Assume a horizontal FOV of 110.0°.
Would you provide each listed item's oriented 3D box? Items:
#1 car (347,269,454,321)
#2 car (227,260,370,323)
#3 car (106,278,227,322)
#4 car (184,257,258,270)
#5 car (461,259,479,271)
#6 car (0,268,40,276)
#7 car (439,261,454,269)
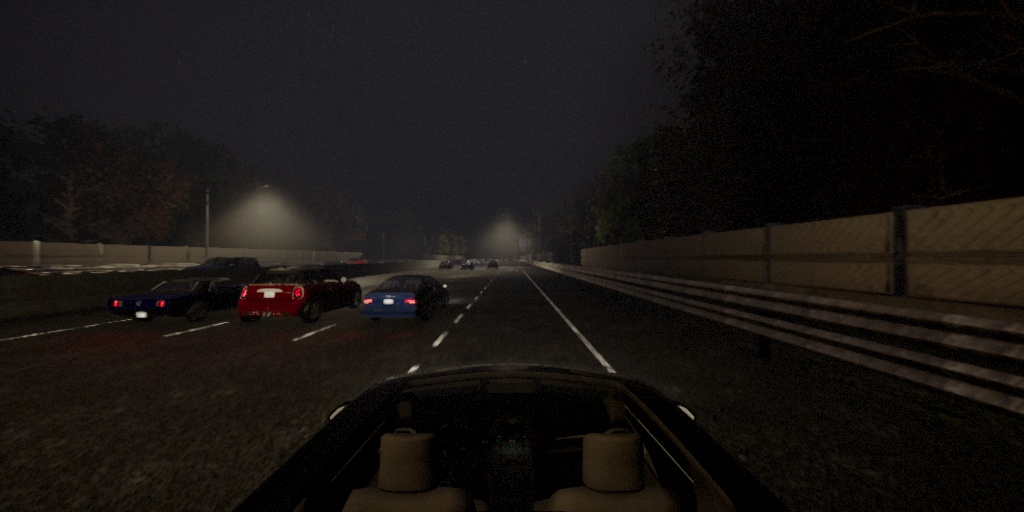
[{"bbox_3d":[-3.499,1.352,12.668,2.033,1.411,5.357,0,0,0],"label":"car"},{"bbox_3d":[-7.004,1.151,12.484,2.097,1.767,4.553,0,0,0],"label":"car"},{"bbox_3d":[-10.501,1.395,12.392,1.895,1.301,4.718,0,0,0],"label":"car"},{"bbox_3d":[-21.033,1.080,26.331,2.150,2.045,5.566,0,-1,0],"label":"car"},{"bbox_3d":[-7.016,1.533,57.681,2.128,1.511,4.902,0,0,0],"label":"car"},{"bbox_3d":[-28.076,1.334,18.840,1.812,1.442,4.674,0,-1,0],"label":"car"},{"bbox_3d":[-10.514,1.528,57.590,2.128,1.511,4.902,0,0,0],"label":"car"}]
